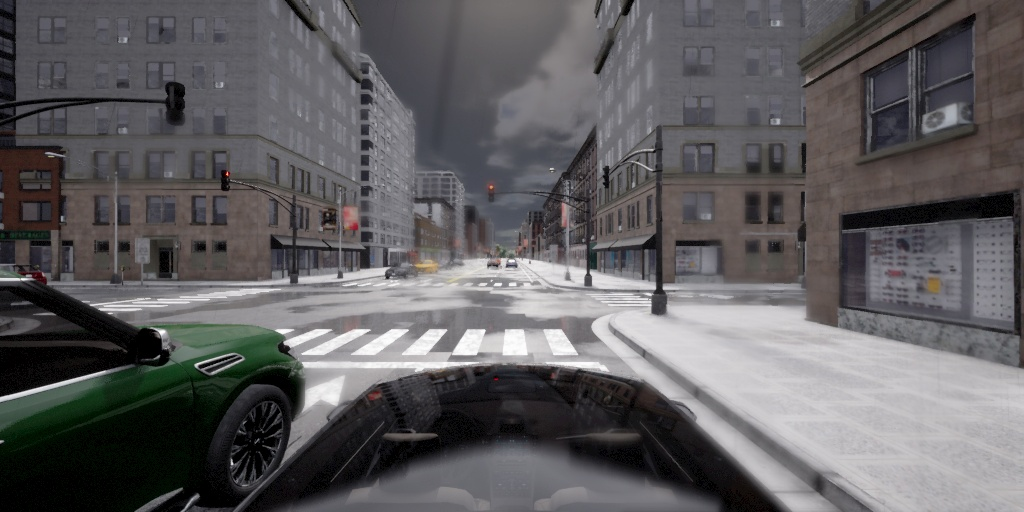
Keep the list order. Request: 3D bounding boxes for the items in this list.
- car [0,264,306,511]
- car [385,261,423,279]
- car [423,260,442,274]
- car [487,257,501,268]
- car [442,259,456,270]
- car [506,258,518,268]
[{"bbox_3d":[-3.148,0.971,1.232,2.150,2.045,5.566,0,0,0],"label":"car"},{"bbox_3d":[-9.871,1.279,32.444,1.812,1.442,4.674,0,0,2],"label":"car"},{"bbox_3d":[-9.878,1.231,41.641,1.882,1.535,5.008,0,0,0],"label":"car"},{"bbox_3d":[-3.302,1.349,61.892,1.895,1.301,4.718,0,0,0],"label":"car"},{"bbox_3d":[-9.884,1.243,51.453,2.128,1.511,4.902,0,0,0],"label":"car"},{"bbox_3d":[-0.052,1.312,61.865,1.994,1.385,4.181,0,0,0],"label":"car"}]
